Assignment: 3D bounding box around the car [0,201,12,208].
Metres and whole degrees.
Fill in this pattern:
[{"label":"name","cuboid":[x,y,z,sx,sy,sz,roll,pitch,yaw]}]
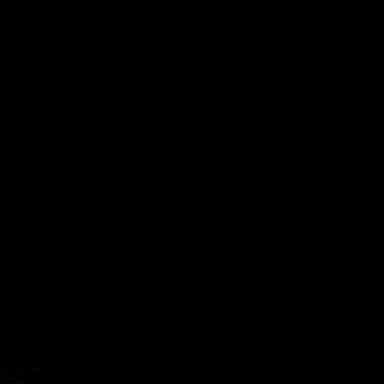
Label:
[{"label":"car","cuboid":[-39.329,2.548,69.127,2.128,1.511,4.902,0,-2,0]}]
